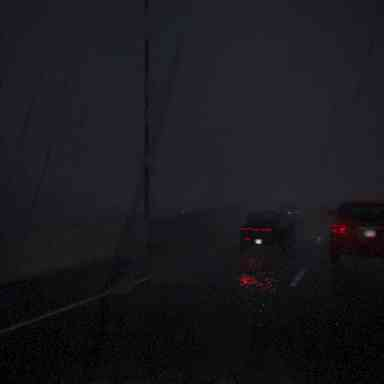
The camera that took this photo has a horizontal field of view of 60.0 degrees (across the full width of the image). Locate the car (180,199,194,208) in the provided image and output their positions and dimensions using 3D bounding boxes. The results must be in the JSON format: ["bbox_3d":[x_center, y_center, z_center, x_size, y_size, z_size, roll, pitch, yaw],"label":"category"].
[{"bbox_3d":[-0.783,1.761,51.255,1.994,1.385,4.181,0,0,-5],"label":"car"}]

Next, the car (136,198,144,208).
[{"bbox_3d":[-7.988,1.715,53.629,2.128,1.511,4.902,0,0,-7],"label":"car"}]

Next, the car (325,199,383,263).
[{"bbox_3d":[6.085,1.255,11.791,2.150,2.045,5.566,0,0,24],"label":"car"}]

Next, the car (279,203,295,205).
[{"bbox_3d":[7.862,1.636,27.497,2.033,1.411,5.357,0,0,13],"label":"car"}]

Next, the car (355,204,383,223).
[{"bbox_3d":[14.937,1.672,27.169,1.895,1.301,4.718,0,0,12],"label":"car"}]

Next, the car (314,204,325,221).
[{"bbox_3d":[11.564,1.683,28.100,1.895,1.301,4.718,0,0,12],"label":"car"}]

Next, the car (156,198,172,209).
[{"bbox_3d":[-4.178,1.706,49.873,1.837,1.490,4.892,0,-1,-4],"label":"car"}]

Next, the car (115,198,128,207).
[{"bbox_3d":[-11.917,1.719,56.511,1.882,1.535,5.008,0,-1,-10],"label":"car"}]

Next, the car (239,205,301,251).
[{"bbox_3d":[3.410,1.554,14.413,1.837,1.490,4.892,0,0,24],"label":"car"}]
